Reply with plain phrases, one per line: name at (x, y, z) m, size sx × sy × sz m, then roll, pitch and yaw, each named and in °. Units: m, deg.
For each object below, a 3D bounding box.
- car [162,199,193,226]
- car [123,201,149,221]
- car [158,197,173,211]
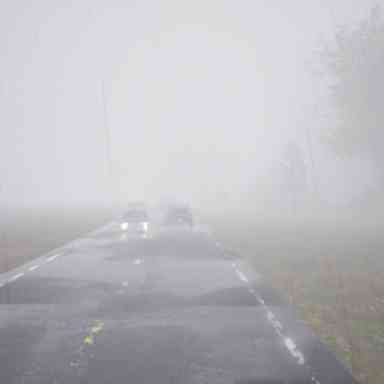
car at (-0.981, 1.505, 23.291) m, size 1.837 × 1.490 × 4.892 m, roll 0°, pitch 0°, yaw -5°
car at (-4.584, 1.483, 27.556) m, size 1.882 × 1.535 × 5.008 m, roll 0°, pitch 0°, yaw -6°
car at (-3.158, 1.351, 41.779) m, size 2.097 × 1.767 × 4.553 m, roll 0°, pitch 0°, yaw -8°
